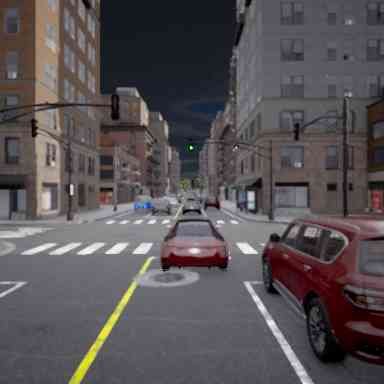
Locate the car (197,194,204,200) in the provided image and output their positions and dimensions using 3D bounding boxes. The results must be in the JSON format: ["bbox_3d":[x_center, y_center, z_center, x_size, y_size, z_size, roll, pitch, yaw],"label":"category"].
[{"bbox_3d":[2.349,1.464,91.866,1.967,1.590,4.097,0,0,0],"label":"car"}]

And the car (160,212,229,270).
[{"bbox_3d":[0.065,1.568,11.027,1.994,1.385,4.181,0,0,0],"label":"car"}]

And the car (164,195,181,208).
[{"bbox_3d":[-2.993,1.541,48.443,1.812,1.442,4.674,0,0,0],"label":"car"}]

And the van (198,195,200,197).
[{"bbox_3d":[2.490,1.358,59.429,1.690,1.788,3.998,0,0,0],"label":"van"}]

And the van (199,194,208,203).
[{"bbox_3d":[2.443,1.360,70.242,1.690,1.788,3.998,0,0,0],"label":"van"}]

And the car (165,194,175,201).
[{"bbox_3d":[-5.687,1.338,86.432,2.192,1.841,5.009,0,0,0],"label":"car"}]

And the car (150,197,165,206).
[{"bbox_3d":[-5.585,1.561,53.994,1.887,1.381,4.507,0,0,0],"label":"car"}]

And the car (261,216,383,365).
[{"bbox_3d":[2.619,1.317,5.840,2.192,1.841,5.009,0,0,0],"label":"car"}]

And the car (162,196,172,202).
[{"bbox_3d":[-5.653,1.572,75.619,2.008,1.369,4.403,0,0,0],"label":"car"}]

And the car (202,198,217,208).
[{"bbox_3d":[2.536,1.566,48.617,2.008,1.369,4.403,0,0,0],"label":"car"}]

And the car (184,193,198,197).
[{"bbox_3d":[-0.207,1.524,63.271,1.837,1.490,4.892,0,0,0],"label":"car"}]

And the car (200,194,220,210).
[{"bbox_3d":[2.560,1.328,43.211,2.192,1.841,5.009,0,0,0],"label":"car"}]

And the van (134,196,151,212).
[{"bbox_3d":[-5.535,1.353,37.776,1.690,1.788,3.998,0,0,0],"label":"van"}]

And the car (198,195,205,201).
[{"bbox_3d":[2.372,1.548,86.630,1.752,1.417,4.829,0,0,0],"label":"car"}]

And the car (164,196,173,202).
[{"bbox_3d":[-5.670,1.588,81.025,1.947,1.339,4.313,0,0,0],"label":"car"}]

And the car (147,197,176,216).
[{"bbox_3d":[-2.953,1.514,33.134,1.837,1.490,4.892,0,0,0],"label":"car"}]

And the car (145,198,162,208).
[{"bbox_3d":[-5.568,1.581,48.588,1.947,1.339,4.313,0,0,0],"label":"car"}]

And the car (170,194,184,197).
[{"bbox_3d":[-2.975,1.565,65.933,2.033,1.411,5.357,0,0,0],"label":"car"}]

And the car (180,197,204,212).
[{"bbox_3d":[-0.021,1.575,36.130,1.994,1.385,4.181,0,0,0],"label":"car"}]
